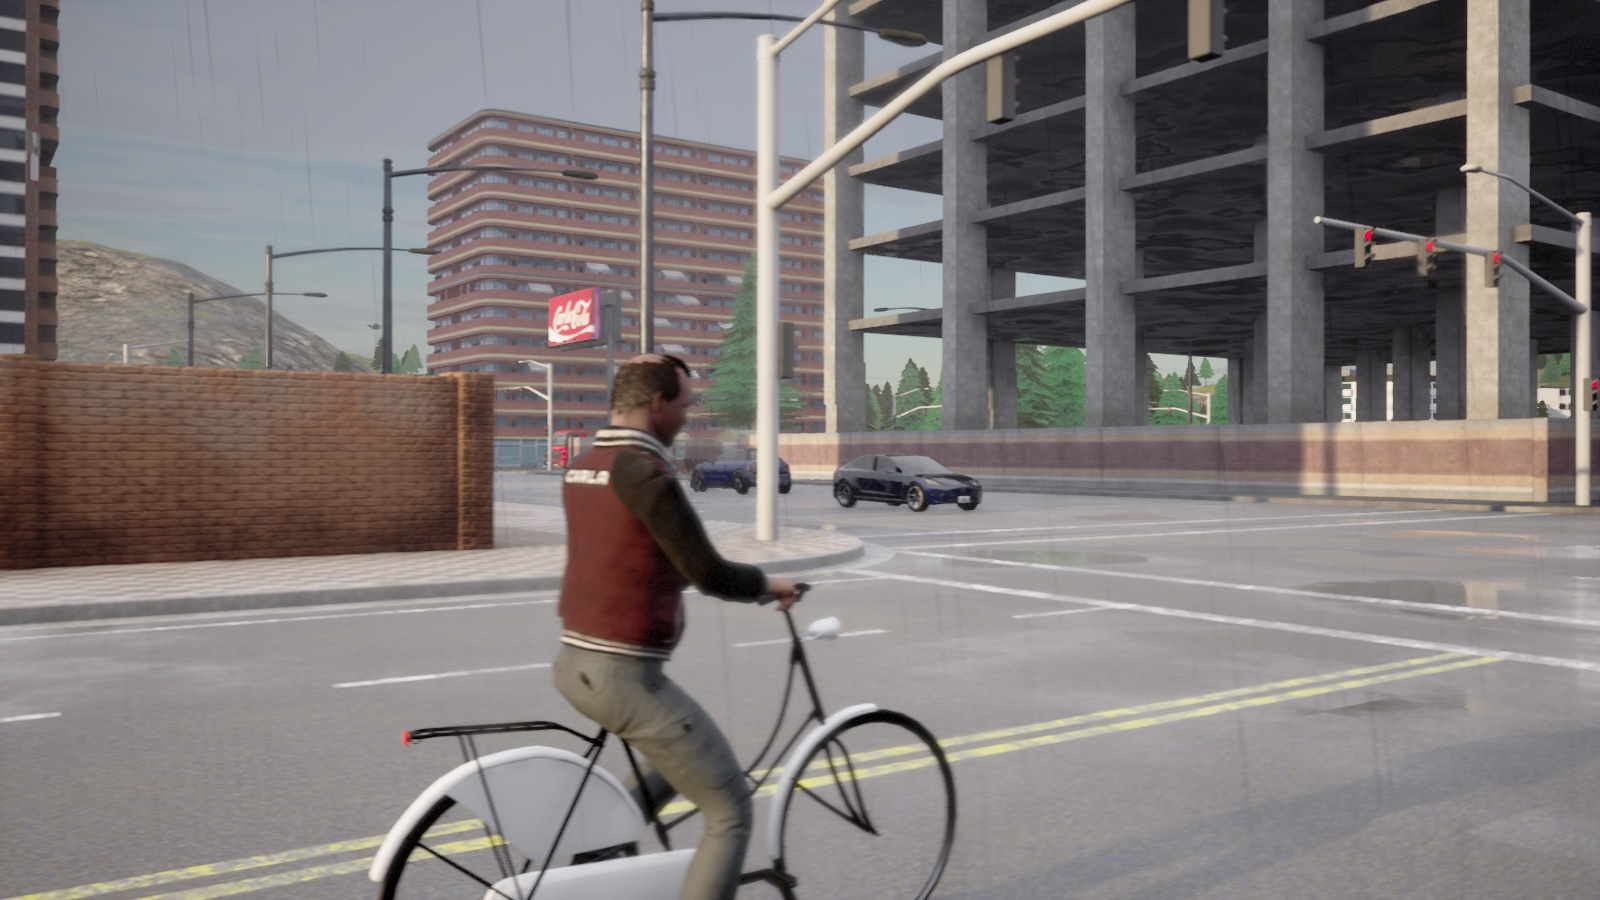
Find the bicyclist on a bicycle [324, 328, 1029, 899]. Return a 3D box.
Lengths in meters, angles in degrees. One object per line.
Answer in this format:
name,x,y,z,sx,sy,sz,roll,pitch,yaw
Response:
bicyclist on a bicycle,-0.269,0.624,3.472,1.843,1.776,0.659,0,0,-35

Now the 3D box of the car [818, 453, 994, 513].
car,2.743,0.821,33.624,2.163,1.488,4.792,0,0,-34

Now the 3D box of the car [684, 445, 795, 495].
car,-2.329,0.724,47.262,2.097,1.767,4.553,0,0,-34
